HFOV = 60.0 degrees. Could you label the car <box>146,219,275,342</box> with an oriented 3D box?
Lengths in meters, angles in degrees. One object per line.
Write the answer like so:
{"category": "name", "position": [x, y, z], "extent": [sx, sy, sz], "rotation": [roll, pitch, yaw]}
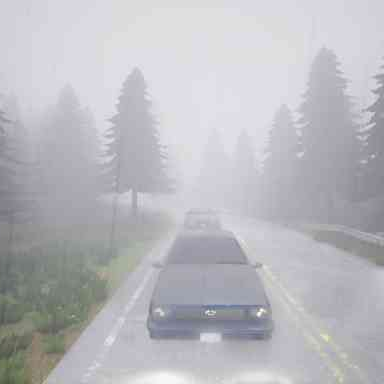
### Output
{"category": "car", "position": [0.308, 1.558, 7.103], "extent": [2.033, 1.411, 5.357], "rotation": [0, 0, 1]}

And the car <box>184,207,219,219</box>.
{"category": "car", "position": [0.532, 1.584, 19.485], "extent": [1.994, 1.385, 4.181], "rotation": [0, 0, -2]}
